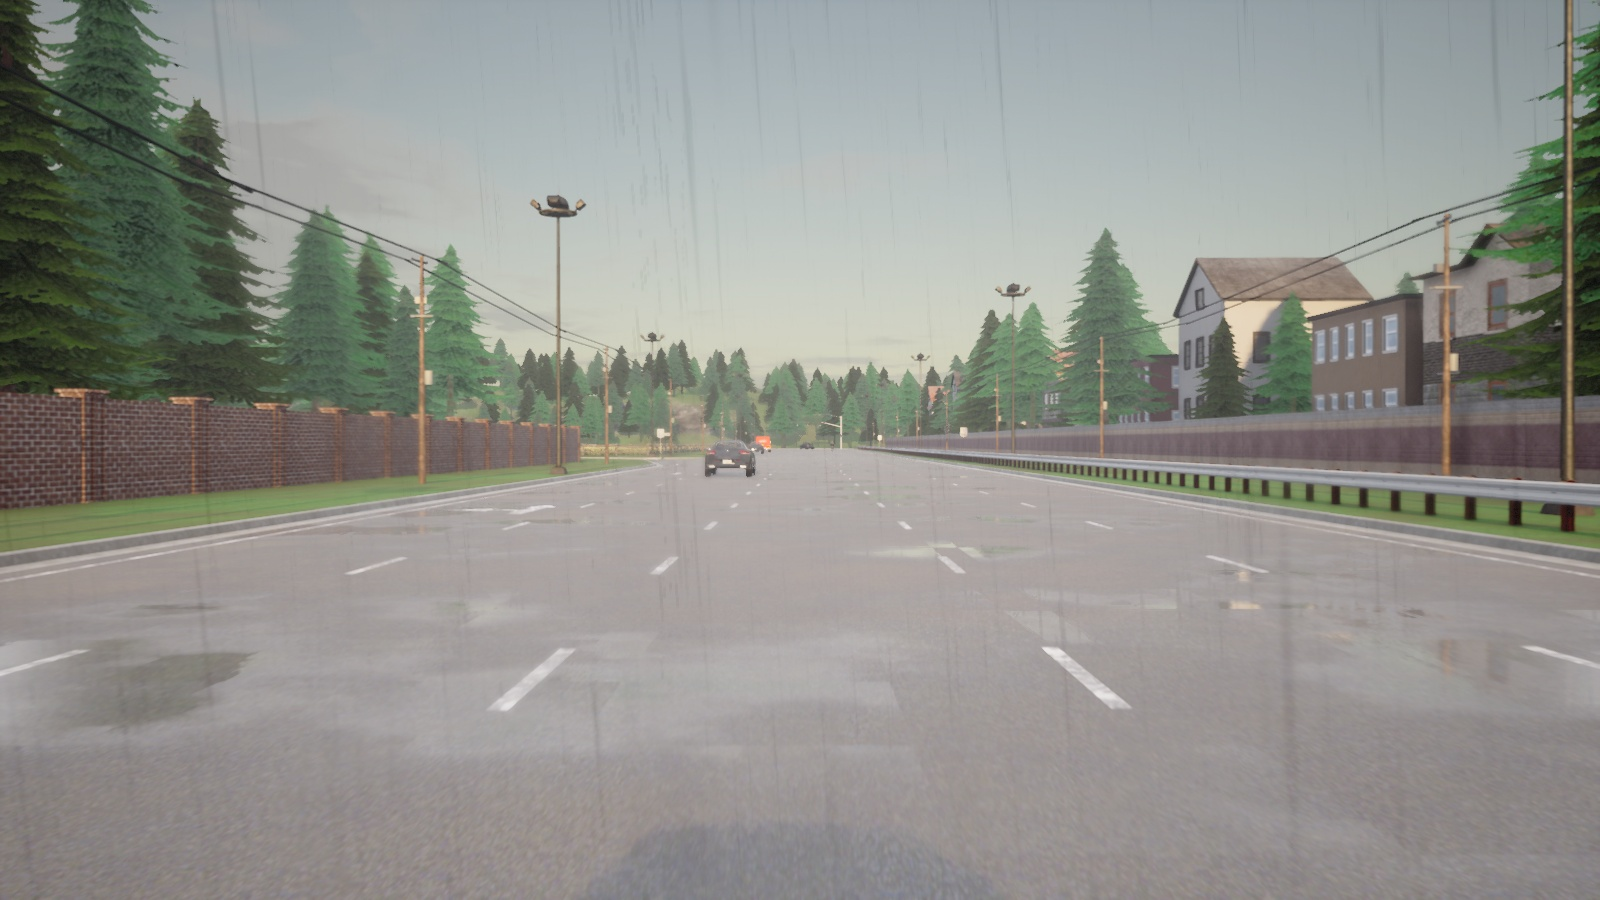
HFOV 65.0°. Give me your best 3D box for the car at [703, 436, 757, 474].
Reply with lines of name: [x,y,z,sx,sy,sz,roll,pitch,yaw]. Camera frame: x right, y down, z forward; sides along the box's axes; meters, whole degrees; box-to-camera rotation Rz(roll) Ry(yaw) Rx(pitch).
car: [-3.157,0.199,57.405,2.152,1.651,5.027,0,0,0]
